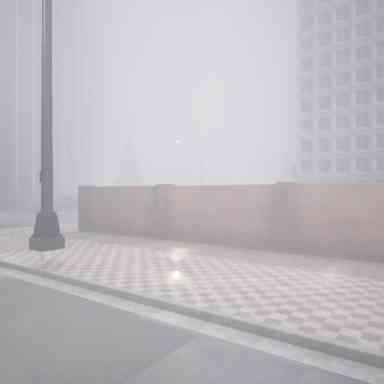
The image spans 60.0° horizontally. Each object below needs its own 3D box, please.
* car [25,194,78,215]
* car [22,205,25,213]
[{"bbox_3d":[-12.820,1.221,32.561,2.150,2.045,5.566,0,0,35],"label":"car"},{"bbox_3d":[-15.389,1.352,34.989,2.097,1.767,4.553,0,0,35],"label":"car"}]
